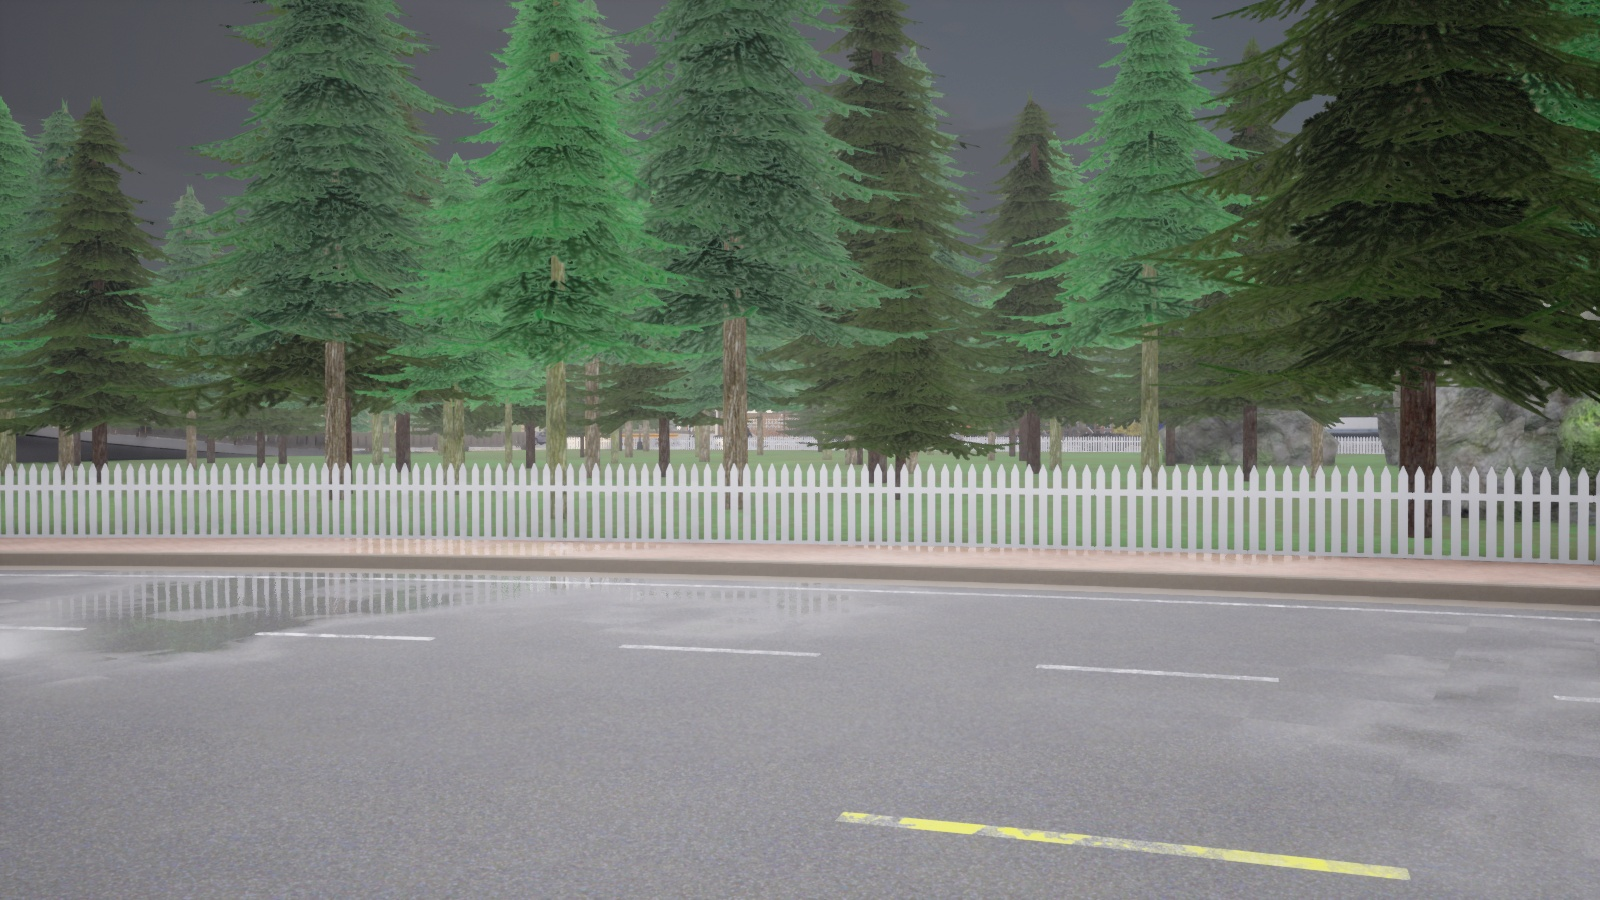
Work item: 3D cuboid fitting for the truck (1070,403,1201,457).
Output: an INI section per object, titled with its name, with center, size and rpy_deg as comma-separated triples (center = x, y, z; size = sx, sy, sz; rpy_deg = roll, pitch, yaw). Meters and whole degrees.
[truck]
center = 22.242, -1.352, 83.438
size = 7.936, 3.462, 2.891
rpy_deg = 1, 1, 33

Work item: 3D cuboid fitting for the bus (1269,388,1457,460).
[bus]
center = 35.381, -1.628, 79.101
size = 10.273, 4.253, 3.944
rpy_deg = 1, 1, 33
